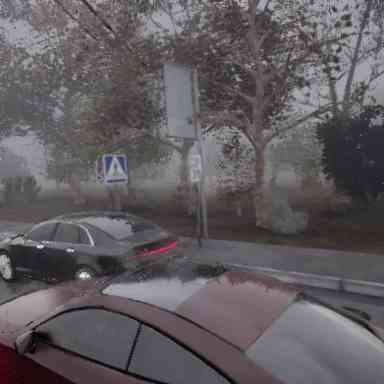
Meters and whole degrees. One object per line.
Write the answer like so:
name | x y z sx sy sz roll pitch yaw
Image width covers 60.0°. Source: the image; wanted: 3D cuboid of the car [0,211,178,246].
car | -2.442 1.207 7.255 4.892 1.490 1.837 -1 5 36

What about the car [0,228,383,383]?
car | -0.321 1.405 3.036 4.674 1.442 1.812 0 6 35
